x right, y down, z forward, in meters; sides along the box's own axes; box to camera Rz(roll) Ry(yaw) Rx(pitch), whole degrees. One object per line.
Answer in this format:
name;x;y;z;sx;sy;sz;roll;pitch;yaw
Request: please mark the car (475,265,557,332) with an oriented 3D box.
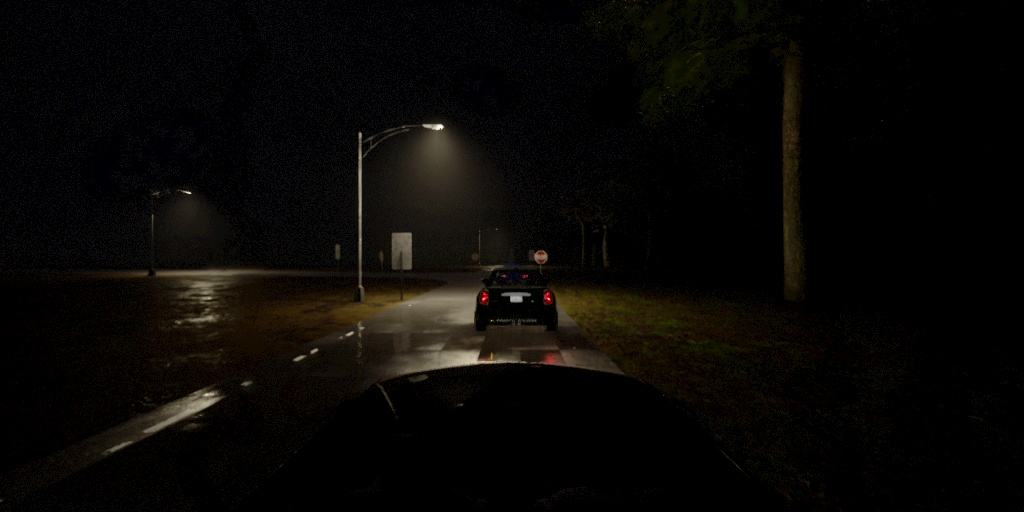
car;0.106;1.085;10.939;2.097;1.767;4.553;0;0;0
